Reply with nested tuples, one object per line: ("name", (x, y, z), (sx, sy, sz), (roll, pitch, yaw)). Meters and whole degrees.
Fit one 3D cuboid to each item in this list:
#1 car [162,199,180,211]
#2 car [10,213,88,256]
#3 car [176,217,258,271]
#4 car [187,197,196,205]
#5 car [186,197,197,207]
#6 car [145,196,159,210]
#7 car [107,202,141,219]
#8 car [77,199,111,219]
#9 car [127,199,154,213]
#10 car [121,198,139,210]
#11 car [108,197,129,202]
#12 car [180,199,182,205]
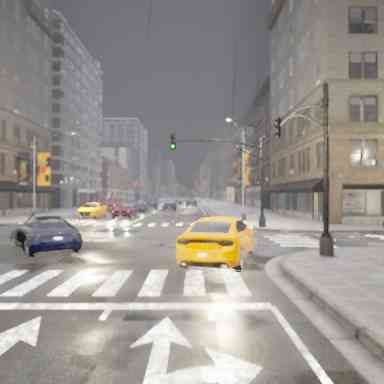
("car", (-3.198, 1.980, 49.215), (1.812, 1.442, 4.674), (0, -1, 0))
("car", (-6.109, 1.685, 13.827), (1.994, 1.385, 4.181), (1, -1, -36))
("car", (1.014, 1.585, 11.462), (1.882, 1.535, 5.008), (-1, 0, 17))
("car", (-0.077, 2.064, 78.447), (2.097, 1.767, 4.553), (0, -1, 0))
("car", (-0.050, 1.940, 64.272), (2.097, 1.767, 4.553), (0, 0, 0))
("car", (-6.552, 1.711, 53.154), (2.150, 2.045, 5.566), (0, -1, 0))
("car", (-6.623, 1.908, 33.031), (1.895, 1.301, 4.718), (0, -1, 0))
("car", (-9.875, 1.786, 33.135), (1.882, 1.535, 5.008), (0, -1, 0))
("car", (-6.599, 1.943, 42.675), (2.033, 1.411, 5.357), (0, -1, 0))
("car", (-9.802, 1.840, 53.062), (2.097, 1.767, 4.553), (0, -1, 0))
("car", (-9.850, 1.620, 43.074), (2.150, 2.045, 5.566), (0, -1, 0))
("car", (-3.326, 2.260, 77.832), (1.994, 1.385, 4.181), (0, -1, 0))
